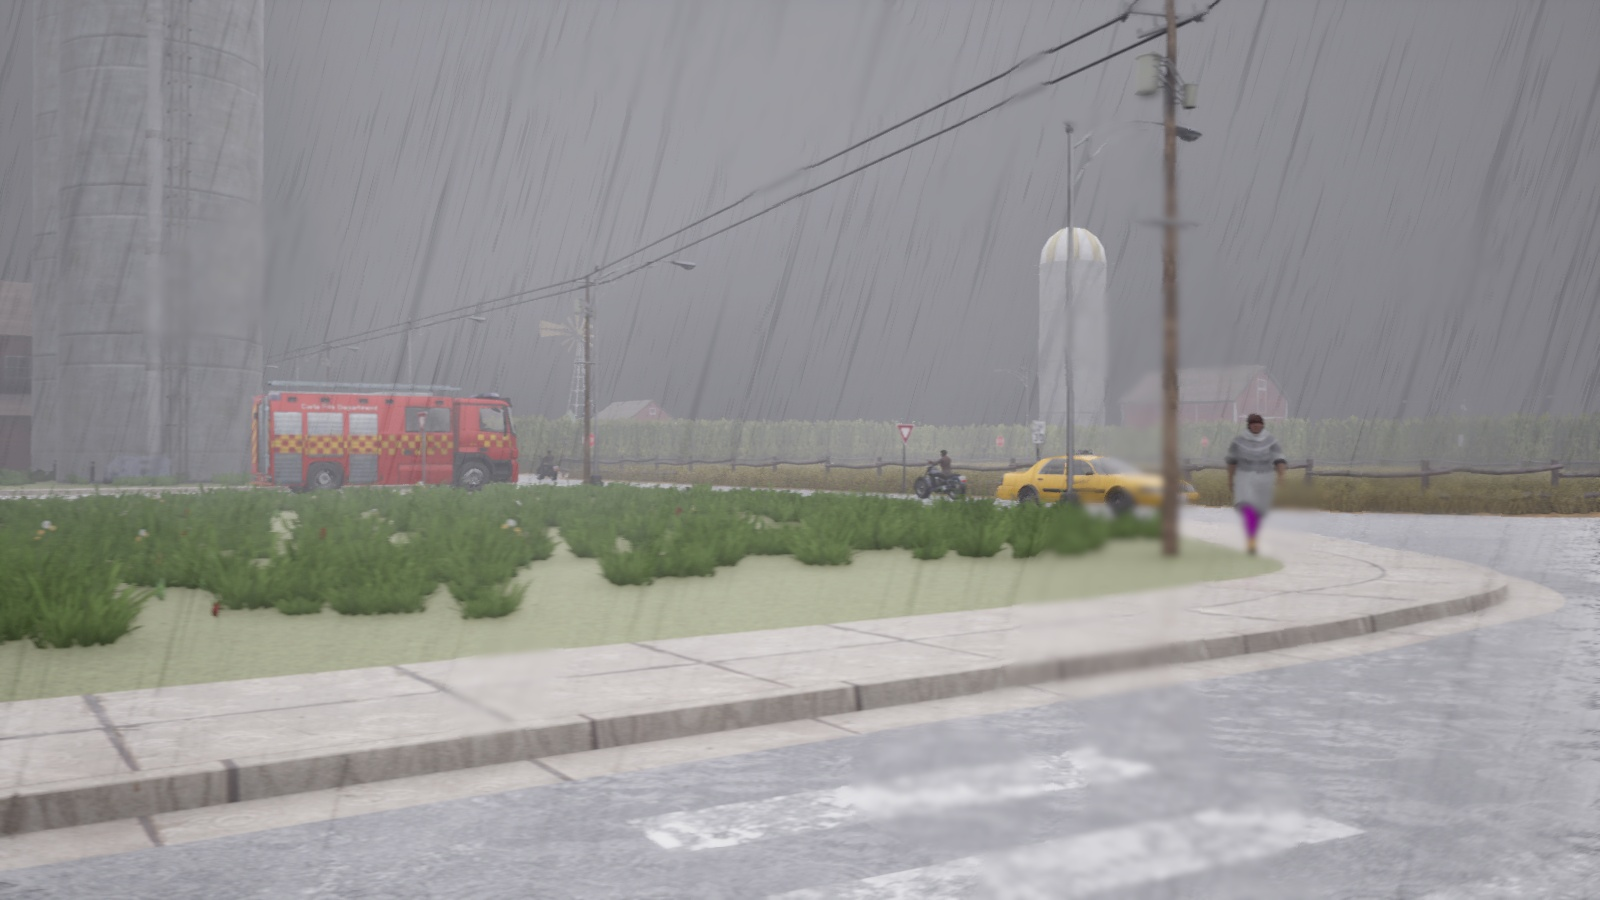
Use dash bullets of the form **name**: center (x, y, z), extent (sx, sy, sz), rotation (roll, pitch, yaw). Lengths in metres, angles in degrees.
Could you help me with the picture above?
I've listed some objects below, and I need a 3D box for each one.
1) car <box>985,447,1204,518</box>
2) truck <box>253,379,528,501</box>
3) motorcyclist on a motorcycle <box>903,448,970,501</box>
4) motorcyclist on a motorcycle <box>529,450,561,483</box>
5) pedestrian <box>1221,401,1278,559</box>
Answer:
- **car**: center (7.000, 0.734, 30.515), extent (1.801, 1.575, 5.366), rotation (0, 0, -34)
- **truck**: center (-13.899, -0.304, 43.059), extent (8.468, 3.827, 2.891), rotation (0, 0, -35)
- **motorcyclist on a motorcycle**: center (4.368, 0.771, 40.415), extent (0.766, 1.649, 2.350), rotation (0, 0, -35)
- **motorcyclist on a motorcycle**: center (-13.391, 0.856, 65.862), extent (0.766, 1.649, 2.350), rotation (0, 0, -35)
- **pedestrian**: center (5.762, 0.374, 16.119), extent (0.659, 1.952, 0.873), rotation (0, 0, 18)
